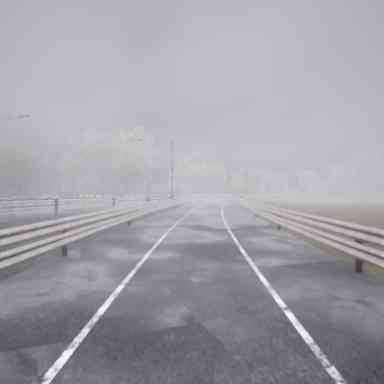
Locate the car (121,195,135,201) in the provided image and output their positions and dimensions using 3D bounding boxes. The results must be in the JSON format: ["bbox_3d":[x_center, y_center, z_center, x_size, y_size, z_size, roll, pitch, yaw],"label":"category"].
[{"bbox_3d":[-12.691,1.353,67.561,1.994,1.385,4.181,0,0,16],"label":"car"}]

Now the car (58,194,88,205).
[{"bbox_3d":[-15.655,1.090,43.738,2.097,1.767,4.553,0,0,15],"label":"car"}]

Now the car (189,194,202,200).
[{"bbox_3d":[0.558,1.327,86.758,1.837,1.490,4.892,0,0,18],"label":"car"}]

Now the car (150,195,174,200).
[{"bbox_3d":[-5.847,1.330,65.936,2.033,1.411,5.357,0,0,16],"label":"car"}]

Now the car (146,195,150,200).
[{"bbox_3d":[-8.159,1.320,70.567,1.812,1.442,4.674,0,0,17],"label":"car"}]
